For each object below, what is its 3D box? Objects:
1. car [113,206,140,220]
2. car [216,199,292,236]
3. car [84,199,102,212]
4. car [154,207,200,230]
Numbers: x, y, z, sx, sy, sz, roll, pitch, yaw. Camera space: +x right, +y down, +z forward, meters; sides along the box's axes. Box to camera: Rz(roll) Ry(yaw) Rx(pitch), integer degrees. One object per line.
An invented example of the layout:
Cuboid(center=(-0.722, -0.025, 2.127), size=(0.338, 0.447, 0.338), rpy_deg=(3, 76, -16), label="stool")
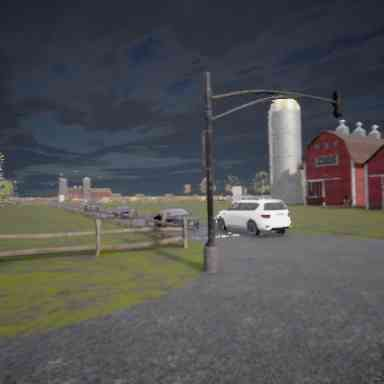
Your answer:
Cuboid(center=(-7.097, 2.205, 35.803), size=(1.895, 1.301, 4.718), rpy_deg=(-1, -1, -26), label="car")
Cuboid(center=(3.598, 1.486, 20.380), size=(2.150, 2.045, 5.566), rpy_deg=(-1, 0, -26), label="car")
Cuboid(center=(-16.185, 2.175, 54.232), size=(2.150, 2.045, 5.566), rpy_deg=(-1, -1, -26), label="car")
Cuboid(center=(-1.164, 1.848, 23.902), size=(1.882, 1.535, 5.008), rpy_deg=(-1, -1, -27), label="car")
